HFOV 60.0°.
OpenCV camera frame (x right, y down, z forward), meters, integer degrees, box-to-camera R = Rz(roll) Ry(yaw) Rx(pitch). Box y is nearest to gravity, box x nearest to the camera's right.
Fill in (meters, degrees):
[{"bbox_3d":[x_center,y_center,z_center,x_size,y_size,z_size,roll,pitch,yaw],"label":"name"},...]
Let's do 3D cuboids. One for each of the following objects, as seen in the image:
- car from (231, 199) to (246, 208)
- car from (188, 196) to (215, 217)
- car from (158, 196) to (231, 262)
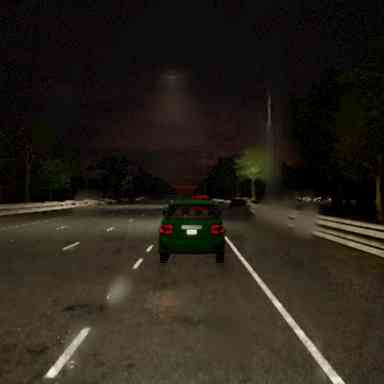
[{"bbox_3d":[7.954,1.941,57.492,1.837,1.490,4.892,-1,-1,25],"label":"car"},{"bbox_3d":[1.136,1.466,35.399,2.150,2.045,5.566,0,0,9],"label":"car"},{"bbox_3d":[-0.006,1.310,12.625,2.150,2.045,5.566,0,0,0],"label":"car"}]
